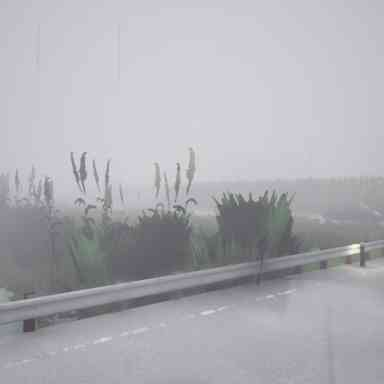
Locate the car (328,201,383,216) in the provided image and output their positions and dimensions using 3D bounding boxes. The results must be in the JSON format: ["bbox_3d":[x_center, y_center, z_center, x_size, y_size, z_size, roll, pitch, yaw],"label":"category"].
[{"bbox_3d":[13.043,1.561,26.596,2.097,1.767,4.553,-1,1,-43],"label":"car"}]
